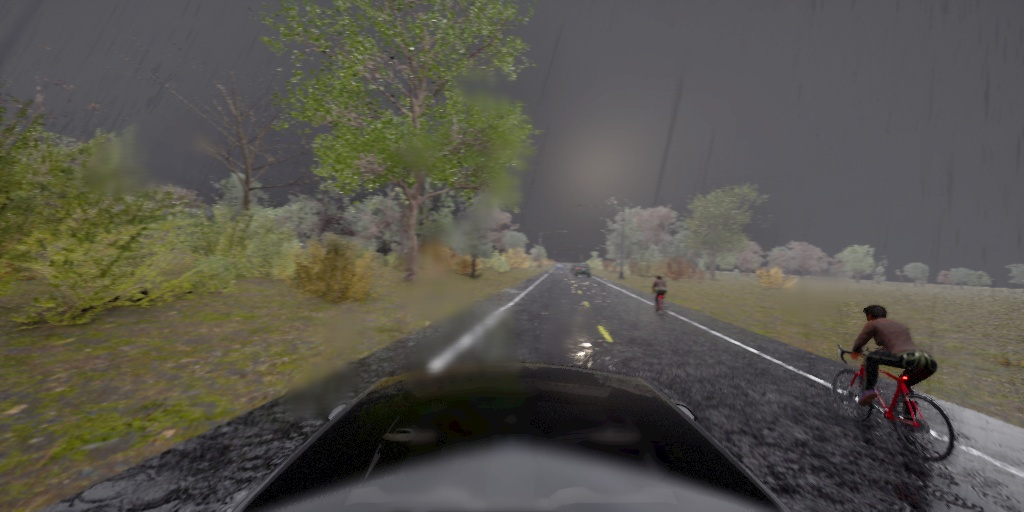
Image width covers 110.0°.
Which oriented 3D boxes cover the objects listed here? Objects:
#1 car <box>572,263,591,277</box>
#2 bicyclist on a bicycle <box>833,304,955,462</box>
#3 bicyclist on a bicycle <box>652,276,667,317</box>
[{"bbox_3d":[10.506,2.066,53.438,2.150,2.045,5.566,3,0,8],"label":"car"},{"bbox_3d":[4.633,1.448,4.468,0.582,1.620,1.656,3,-1,8],"label":"bicyclist on a bicycle"},{"bbox_3d":[6.039,1.636,14.699,0.582,1.620,1.656,3,-1,8],"label":"bicyclist on a bicycle"}]
